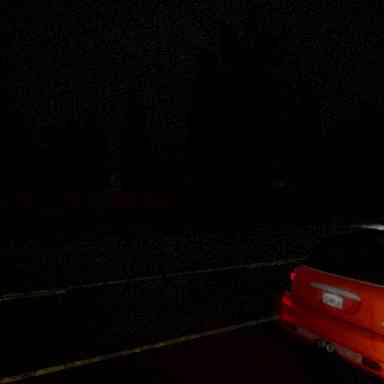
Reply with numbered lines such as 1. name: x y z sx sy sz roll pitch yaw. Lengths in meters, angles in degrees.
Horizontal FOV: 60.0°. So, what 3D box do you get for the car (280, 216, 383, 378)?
1. car: 3.637 1.382 5.196 4.553 1.767 2.097 0 0 -28
